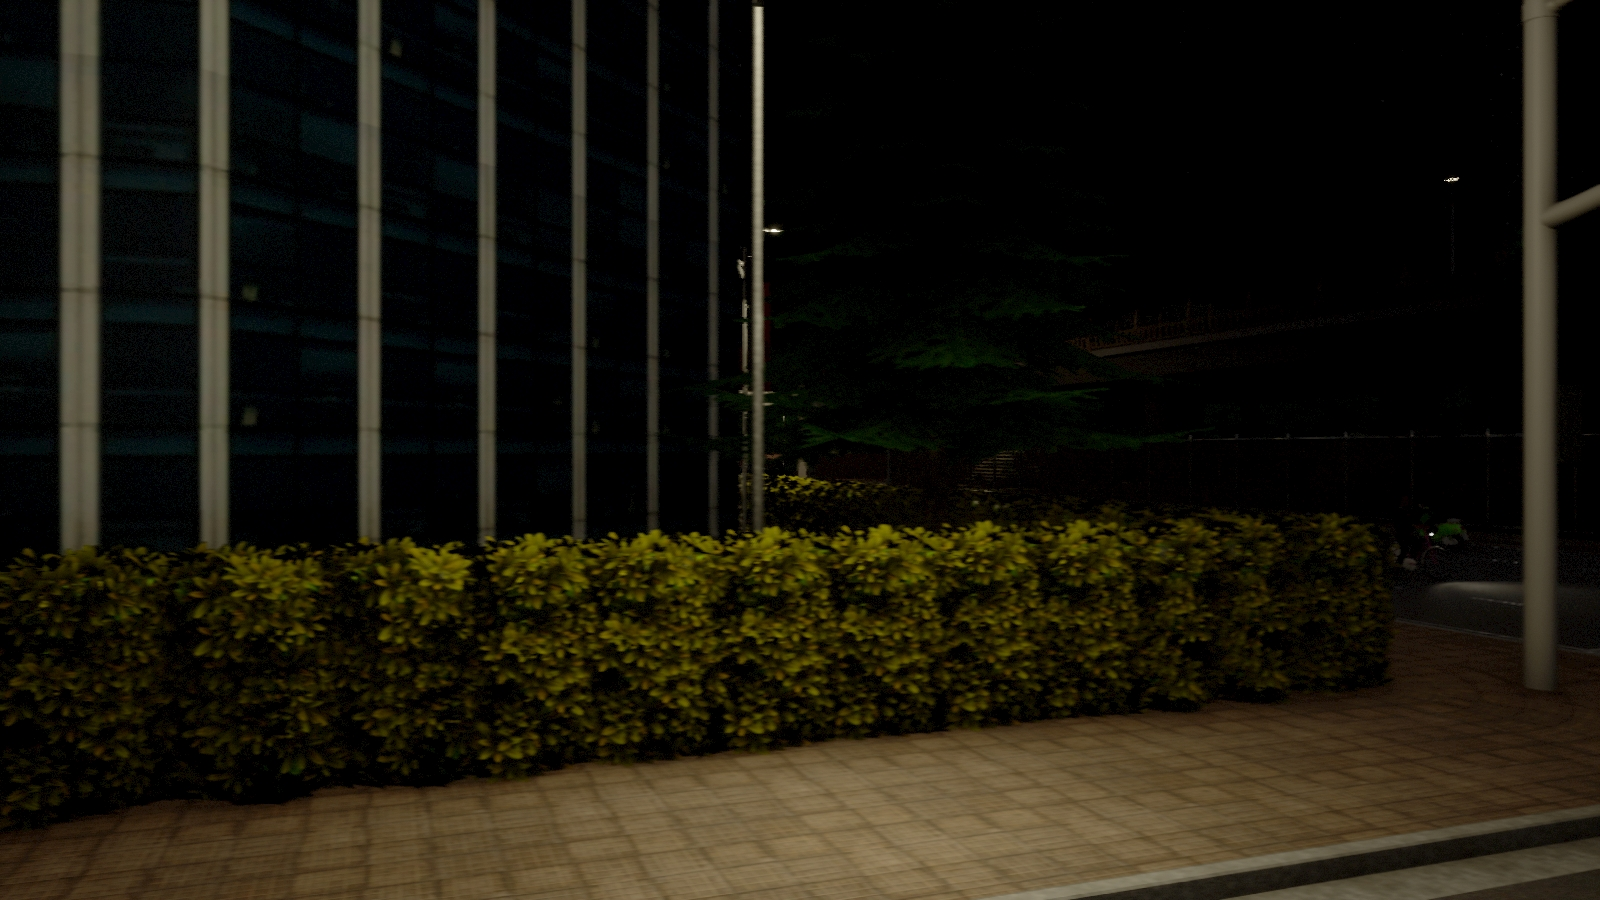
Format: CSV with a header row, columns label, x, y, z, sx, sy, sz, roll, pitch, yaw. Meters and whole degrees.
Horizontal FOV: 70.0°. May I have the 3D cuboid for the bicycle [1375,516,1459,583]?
label,x,y,z,sx,sy,sz,roll,pitch,yaw
bicycle,13.187,2.104,24.472,0.329,1.271,1.835,0,0,-20
